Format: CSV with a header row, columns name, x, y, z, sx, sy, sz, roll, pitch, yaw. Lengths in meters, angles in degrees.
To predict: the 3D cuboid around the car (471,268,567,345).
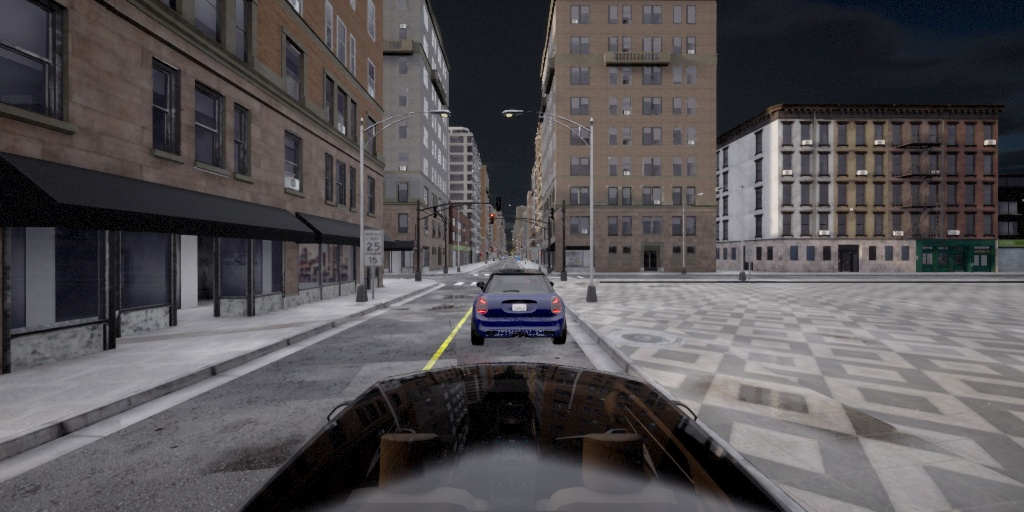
name,x,y,z,sx,sy,sz,roll,pitch,yaw
car,0.102,1.102,9.661,2.097,1.767,4.553,0,0,-1
